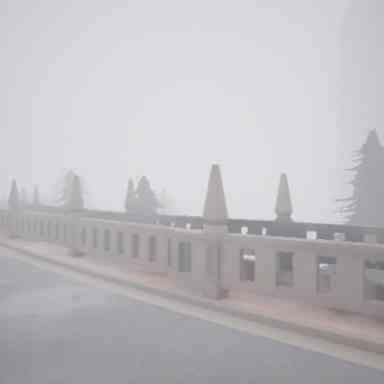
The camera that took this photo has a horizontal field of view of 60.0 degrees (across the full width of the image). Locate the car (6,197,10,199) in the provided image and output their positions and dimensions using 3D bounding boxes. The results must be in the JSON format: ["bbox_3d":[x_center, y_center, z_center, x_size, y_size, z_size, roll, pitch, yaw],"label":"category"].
[{"bbox_3d":[-34.669,1.662,63.340,1.882,1.535,5.008,0,0,-4],"label":"car"}]
